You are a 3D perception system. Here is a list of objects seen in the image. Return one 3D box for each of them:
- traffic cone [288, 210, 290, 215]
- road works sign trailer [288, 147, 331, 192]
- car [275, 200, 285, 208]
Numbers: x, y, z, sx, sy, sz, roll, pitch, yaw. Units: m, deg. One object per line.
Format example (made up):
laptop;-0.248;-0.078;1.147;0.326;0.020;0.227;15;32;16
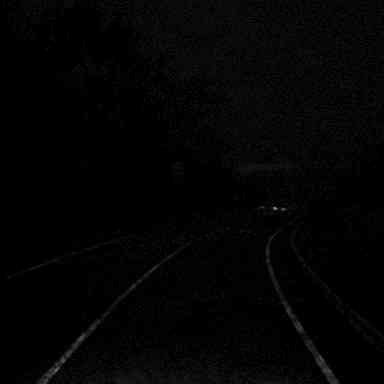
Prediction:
traffic cone;11.995;2.556;40.889;0.340;0.580;0.340;2;0;22
road works sign trailer;11.047;-2.280;31.323;3.560;2.380;2.880;-40;17;5
car;17.862;2.320;67.542;1.882;1.535;5.008;2;0;18
